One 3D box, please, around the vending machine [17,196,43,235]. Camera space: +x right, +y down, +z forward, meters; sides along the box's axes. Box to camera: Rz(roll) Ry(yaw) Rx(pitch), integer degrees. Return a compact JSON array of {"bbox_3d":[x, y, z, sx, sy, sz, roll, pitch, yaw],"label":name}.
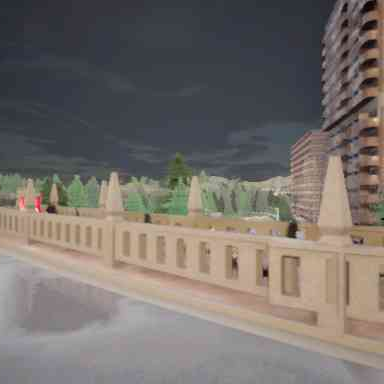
[{"bbox_3d":[-8.982,1.254,18.417,1.100,2.100,0.880,0,0,-41],"label":"vending machine"}]
